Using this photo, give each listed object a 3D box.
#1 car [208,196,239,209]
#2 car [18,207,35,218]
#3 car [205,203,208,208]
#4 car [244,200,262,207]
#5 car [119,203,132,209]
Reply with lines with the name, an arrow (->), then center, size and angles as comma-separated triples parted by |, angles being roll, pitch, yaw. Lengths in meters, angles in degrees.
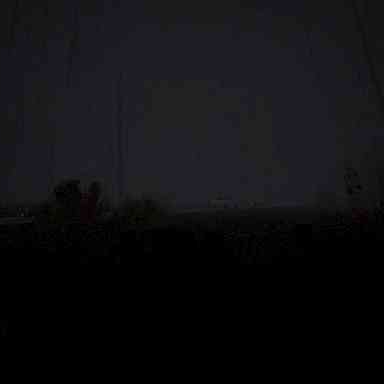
car -> 5.643, 1.750, 55.346 | 2.150, 2.045, 5.566 | -1, -1, 38
car -> -14.505, 1.816, 33.618 | 2.033, 1.411, 5.357 | -1, -1, 36
car -> 4.307, 2.126, 59.597 | 1.837, 1.490, 4.892 | -1, -2, 36
car -> 11.858, 2.248, 64.056 | 1.895, 1.301, 4.718 | -1, -1, 36
car -> -7.187, 1.953, 43.776 | 2.033, 1.411, 5.357 | -1, -1, 36
